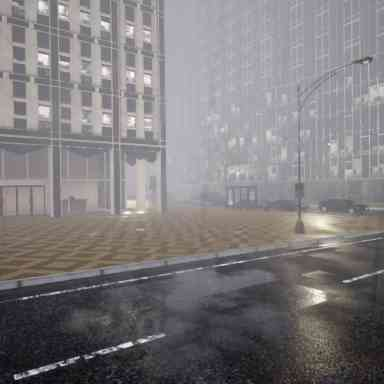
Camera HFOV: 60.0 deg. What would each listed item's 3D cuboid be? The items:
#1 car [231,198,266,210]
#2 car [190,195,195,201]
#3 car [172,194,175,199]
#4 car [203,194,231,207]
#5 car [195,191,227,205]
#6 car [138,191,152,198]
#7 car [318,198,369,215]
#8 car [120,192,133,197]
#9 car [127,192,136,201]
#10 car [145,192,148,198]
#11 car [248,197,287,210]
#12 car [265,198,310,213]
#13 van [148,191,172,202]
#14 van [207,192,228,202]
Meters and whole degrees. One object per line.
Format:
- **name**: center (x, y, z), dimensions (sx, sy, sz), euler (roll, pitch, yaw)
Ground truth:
- **car**: center (7.071, 1.388, 39.561), dimensions (1.802, 1.307, 4.206), euler (0, 1, -34)
- **car**: center (1.224, 1.043, 63.110), dimensions (1.802, 1.307, 4.206), euler (0, 1, -34)
- **car**: center (-5.203, 0.936, 72.487), dimensions (1.802, 1.307, 4.206), euler (0, 1, -34)
- **car**: center (3.906, 1.319, 44.281), dimensions (1.947, 1.339, 4.313), euler (0, 1, -34)
- **car**: center (3.254, 0.887, 49.897), dimensions (2.150, 2.045, 5.566), euler (-1, 1, -35)
- **car**: center (-11.630, 0.686, 81.861), dimensions (1.967, 1.590, 4.097), euler (0, 1, -34)
- **car**: center (14.877, 1.358, 32.913), dimensions (1.837, 1.490, 4.892), euler (-1, 1, -34)
- **car**: center (-18.056, 0.688, 91.238), dimensions (2.008, 1.369, 4.403), euler (0, 1, -34)
- **car**: center (-12.116, 1.039, 67.750), dimensions (2.008, 1.369, 4.403), euler (0, 1, -34)
- **car**: center (-8.417, 0.615, 77.171), dimensions (2.192, 1.841, 5.009), euler (0, 1, -34)
- **car**: center (9.269, 1.363, 41.118), dimensions (1.895, 1.301, 4.718), euler (-1, 1, -34)
- **car**: center (10.270, 1.424, 34.860), dimensions (1.947, 1.339, 4.313), euler (0, 1, -34)
- **van**: center (-5.689, 0.937, 58.371), dimensions (1.690, 1.788, 3.998), euler (0, 1, -34)
- **van**: center (4.436, 0.855, 58.419), dimensions (1.690, 1.788, 3.998), euler (0, 1, -34)
